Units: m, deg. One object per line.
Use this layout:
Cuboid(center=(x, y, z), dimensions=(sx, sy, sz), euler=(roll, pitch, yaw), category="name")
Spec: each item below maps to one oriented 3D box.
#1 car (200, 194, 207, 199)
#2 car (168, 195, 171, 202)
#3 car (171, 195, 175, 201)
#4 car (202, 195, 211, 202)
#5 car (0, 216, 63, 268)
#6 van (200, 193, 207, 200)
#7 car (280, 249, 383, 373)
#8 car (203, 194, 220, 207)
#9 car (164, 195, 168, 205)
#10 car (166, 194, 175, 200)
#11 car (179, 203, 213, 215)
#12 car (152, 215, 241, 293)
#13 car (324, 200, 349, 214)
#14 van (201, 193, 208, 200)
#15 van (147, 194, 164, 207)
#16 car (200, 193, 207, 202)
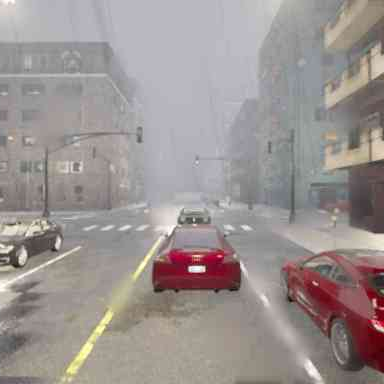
Cuboid(center=(3.192, 1.362, 94.408), dimensions=(1.802, 1.307, 4.206), euler=(1, 0, 0), category="car")
Cuboid(center=(-5.416, 1.301, 60.467), dimensions=(1.967, 1.590, 4.097), euler=(1, 0, 0), category="car")
Cuboid(center=(-5.341, 1.400, 71.809), dimensions=(1.947, 1.339, 4.313), euler=(1, 0, 0), category="car")
Cuboid(center=(3.038, 1.416, 71.727), dimensions=(1.802, 1.307, 4.206), euler=(1, 0, 0), category="car")
Cuboid(center=(-5.765, 1.526, 11.089), dimensions=(2.008, 1.369, 4.403), euler=(1, 0, 0), category="car")
Cuboid(center=(3.157, 1.135, 88.737), dimensions=(1.690, 1.788, 3.998), euler=(1, 0, 0), category="van")
Cuboid(center=(2.670, 1.570, 5.347), dimensions=(1.802, 1.307, 4.206), euler=(1, 0, 0), category="car")
Cuboid(center=(2.982, 1.442, 47.469), dimensions=(2.008, 1.369, 4.403), euler=(1, 0, 0), category="car")
Cuboid(center=(-5.456, 1.441, 54.796), dimensions=(1.947, 1.339, 4.313), euler=(1, 0, 0), category="car")
Cuboid(center=(-5.264, 1.352, 83.149), dimensions=(1.887, 1.381, 4.507), euler=(1, 0, 0), category="car")
Cuboid(center=(0.128, 1.555, 20.494), dimensions=(1.895, 1.301, 4.718), euler=(0, 0, 0), category="car")
Cuboid(center=(0.105, 1.545, 8.838), dimensions=(1.994, 1.385, 4.181), euler=(0, 0, 0), category="car")
Cuboid(center=(15.561, 1.437, 33.237), dimensions=(4.507, 1.381, 1.887), euler=(0, 0, 1), category="car")
Cuboid(center=(3.119, 1.148, 83.067), dimensions=(1.690, 1.788, 3.998), euler=(1, 0, 0), category="van")
Cuboid(center=(-5.566, 1.229, 49.133), dimensions=(1.690, 1.788, 3.998), euler=(1, 0, 0), category="van")
Cuboid(center=(3.001, 1.398, 66.057), dimensions=(2.008, 1.369, 4.403), euler=(1, 0, 0), category="car")
